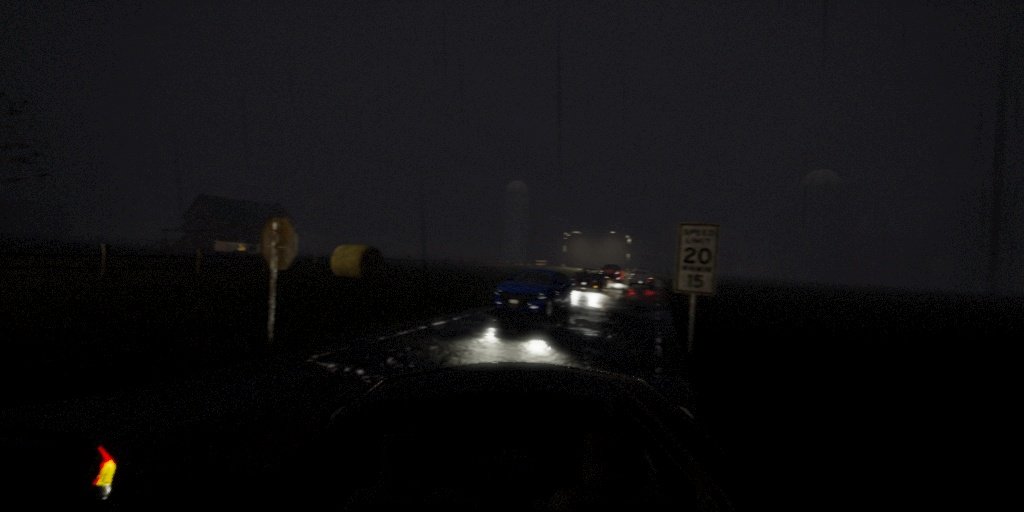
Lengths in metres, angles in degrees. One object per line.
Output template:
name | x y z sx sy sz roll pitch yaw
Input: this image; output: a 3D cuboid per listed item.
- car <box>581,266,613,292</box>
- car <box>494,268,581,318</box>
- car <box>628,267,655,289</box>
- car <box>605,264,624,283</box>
car | 5.185 1.544 23.817 1.994 1.385 4.181 4 0 23
car | 1.023 1.226 13.574 1.882 1.535 5.008 4 0 22
car | 10.981 1.873 30.313 1.812 1.442 4.674 4 0 22
car | 9.667 1.590 34.753 2.097 1.767 4.553 4 0 22
